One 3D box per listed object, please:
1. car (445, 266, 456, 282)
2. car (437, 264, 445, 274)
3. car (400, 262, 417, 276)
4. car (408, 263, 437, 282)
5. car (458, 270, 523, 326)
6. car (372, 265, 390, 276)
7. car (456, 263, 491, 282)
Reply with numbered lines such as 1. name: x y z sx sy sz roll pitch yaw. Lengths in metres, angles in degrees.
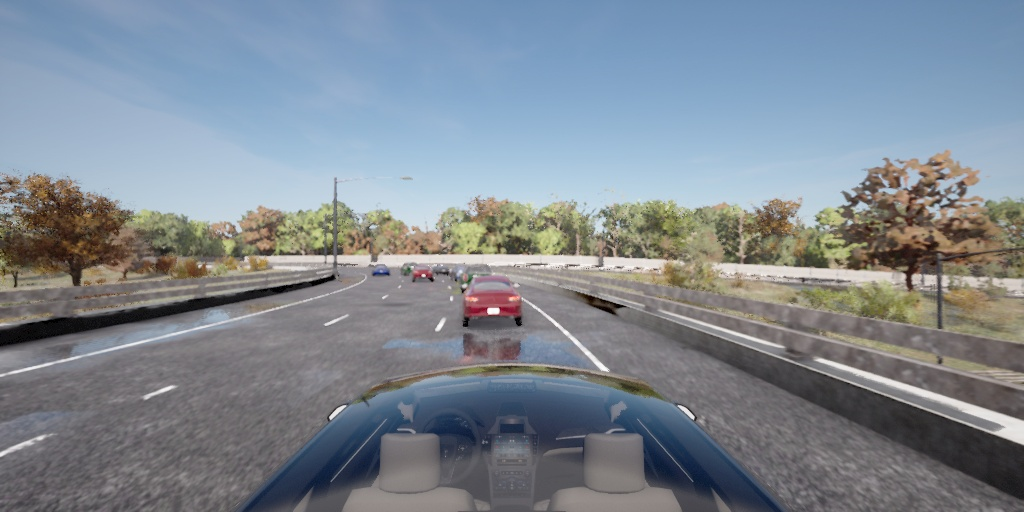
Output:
1. car: -4.653 1.592 33.147 2.033 1.411 5.357 0 0 -17
2. car: -9.120 1.734 45.505 1.994 1.385 4.181 0 0 -23
3. car: -12.871 1.535 45.375 2.097 1.767 4.553 0 -1 -23
4. car: -8.434 1.589 33.546 1.812 1.442 4.674 0 -1 -18
5. car: -0.707 1.370 12.114 1.812 1.442 4.674 0 -1 -5
6. car: -16.294 1.753 44.512 1.994 1.385 4.181 0 0 -23
7. car: -2.224 1.295 22.486 2.097 1.767 4.553 0 0 -10
